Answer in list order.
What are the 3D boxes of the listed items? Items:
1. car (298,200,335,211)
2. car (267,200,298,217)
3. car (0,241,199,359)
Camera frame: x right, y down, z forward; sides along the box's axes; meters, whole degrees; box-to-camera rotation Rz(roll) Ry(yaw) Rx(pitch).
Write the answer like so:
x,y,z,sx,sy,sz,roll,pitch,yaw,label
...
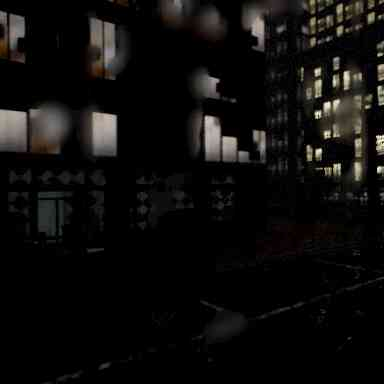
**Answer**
x,y,z,sx,sy,sz,roll,pitch,yaw,label
12.603,1.238,35.175,1.752,1.417,4.829,-1,1,-35,car
6.622,1.424,29.211,2.008,1.369,4.403,-1,1,-35,car
-1.984,1.543,5.318,4.507,1.381,1.887,0,-1,-35,car
